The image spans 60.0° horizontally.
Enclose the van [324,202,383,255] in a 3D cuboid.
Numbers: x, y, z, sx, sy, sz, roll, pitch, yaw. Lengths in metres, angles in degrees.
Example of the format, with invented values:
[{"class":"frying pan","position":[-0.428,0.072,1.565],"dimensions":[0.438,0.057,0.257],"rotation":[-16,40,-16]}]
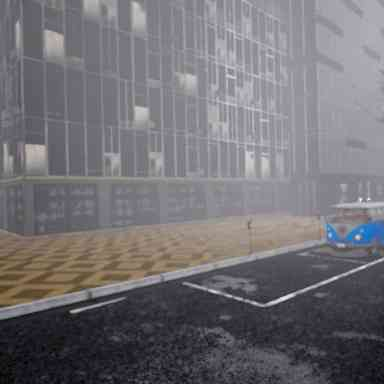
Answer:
[{"class":"van","position":[6.715,1.302,12.910],"dimensions":[3.998,1.788,1.690],"rotation":[-1,-1,-42]}]
